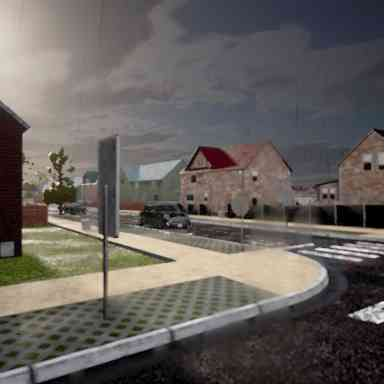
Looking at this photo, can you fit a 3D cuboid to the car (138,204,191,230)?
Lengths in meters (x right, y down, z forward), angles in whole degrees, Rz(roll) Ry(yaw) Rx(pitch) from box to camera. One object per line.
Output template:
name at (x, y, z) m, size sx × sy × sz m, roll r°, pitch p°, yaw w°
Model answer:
car at (-2.025, 1.631, 23.388) m, size 2.097 × 1.767 × 4.553 m, roll 0°, pitch -1°, yaw -34°

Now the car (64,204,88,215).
car at (-14.667, 2.206, 42.013) m, size 1.895 × 1.301 × 4.718 m, roll 0°, pitch -1°, yaw -34°
